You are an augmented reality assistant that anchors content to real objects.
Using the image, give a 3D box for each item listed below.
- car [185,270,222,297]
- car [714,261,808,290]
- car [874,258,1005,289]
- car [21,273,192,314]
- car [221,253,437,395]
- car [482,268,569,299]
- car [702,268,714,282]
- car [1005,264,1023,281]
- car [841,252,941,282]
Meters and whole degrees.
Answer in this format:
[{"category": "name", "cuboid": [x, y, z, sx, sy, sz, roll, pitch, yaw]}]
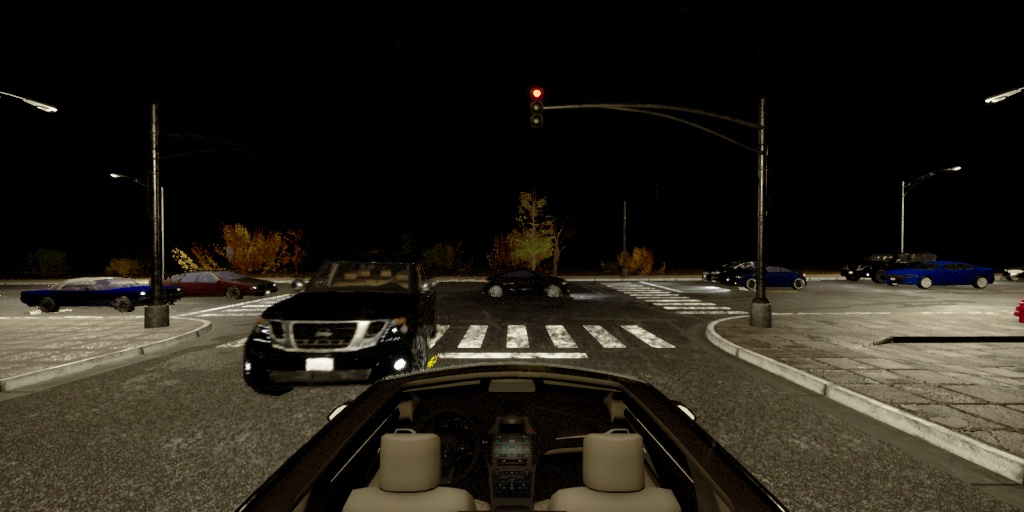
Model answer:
[{"category": "car", "cuboid": [-14.614, 1.401, 17.559, 5.357, 1.411, 2.033, 0, 1, 0]}, {"category": "car", "cuboid": [14.497, 1.187, 20.775, 4.181, 1.385, 1.994, 0, 1, 0]}, {"category": "car", "cuboid": [24.483, 1.040, 20.693, 5.008, 1.535, 1.882, 0, 1, 0]}, {"category": "car", "cuboid": [-16.108, 1.505, 14.316, 4.718, 1.301, 1.895, 0, 1, 1]}, {"category": "car", "cuboid": [-2.714, 0.970, 7.119, 2.150, 2.045, 5.566, 1, 0, -8]}, {"category": "car", "cuboid": [0.662, 1.290, 17.444, 4.181, 1.385, 1.994, 0, 0, 1]}, {"category": "car", "cuboid": [15.379, 1.068, 24.017, 4.902, 1.511, 2.128, 0, 1, 0]}, {"category": "car", "cuboid": [35.886, 0.946, 23.838, 4.902, 1.511, 2.128, 0, 1, 1]}, {"category": "car", "cuboid": [25.405, 0.737, 23.932, 5.566, 2.045, 2.150, 0, 1, 1]}]
